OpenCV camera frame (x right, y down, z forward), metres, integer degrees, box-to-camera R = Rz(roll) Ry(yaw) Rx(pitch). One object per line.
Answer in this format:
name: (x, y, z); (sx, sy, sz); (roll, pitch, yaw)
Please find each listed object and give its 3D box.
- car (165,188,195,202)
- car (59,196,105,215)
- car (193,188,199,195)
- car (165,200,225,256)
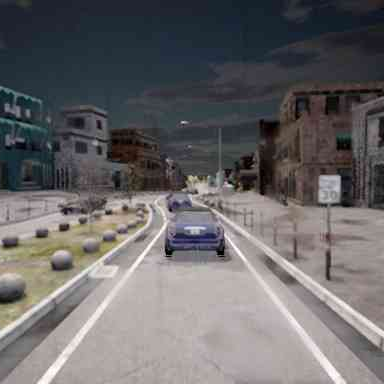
car: (-1.352, 0.703, 31.118); (2.097, 1.767, 4.553); (0, 4, -9)
car: (-9.341, 1.042, 28.910); (2.033, 1.411, 5.357); (0, 4, 9)
car: (0.135, -0.141, 68.684); (1.837, 1.490, 4.892); (0, 1, 12)
car: (0.094, 1.357, 13.244); (2.097, 1.767, 4.553); (0, 0, 0)
